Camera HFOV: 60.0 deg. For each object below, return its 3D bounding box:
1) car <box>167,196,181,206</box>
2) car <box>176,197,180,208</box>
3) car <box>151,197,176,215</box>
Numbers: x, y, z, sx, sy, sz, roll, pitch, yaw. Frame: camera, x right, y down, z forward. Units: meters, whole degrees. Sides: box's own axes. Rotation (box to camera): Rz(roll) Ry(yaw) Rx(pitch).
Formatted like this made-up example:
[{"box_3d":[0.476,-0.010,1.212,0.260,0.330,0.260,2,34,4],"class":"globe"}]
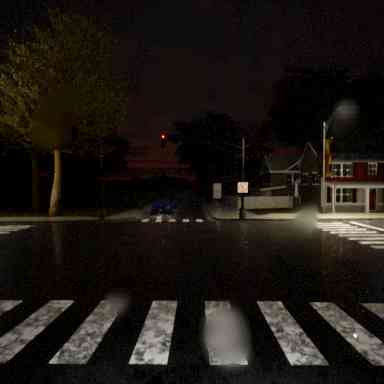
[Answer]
[{"box_3d":[-2.876,1.471,54.698,2.033,1.411,5.357,0,0,0],"class":"car"},{"box_3d":[-2.923,1.450,44.069,1.837,1.490,4.892,0,0,0],"class":"car"},{"box_3d":[-2.965,1.439,33.767,1.882,1.535,5.008,0,0,0],"class":"car"}]
